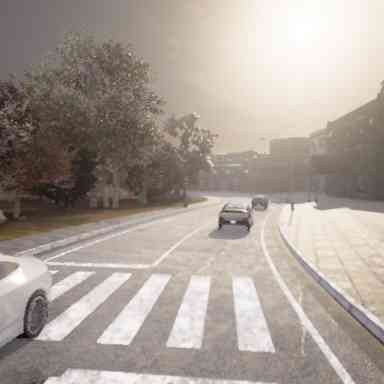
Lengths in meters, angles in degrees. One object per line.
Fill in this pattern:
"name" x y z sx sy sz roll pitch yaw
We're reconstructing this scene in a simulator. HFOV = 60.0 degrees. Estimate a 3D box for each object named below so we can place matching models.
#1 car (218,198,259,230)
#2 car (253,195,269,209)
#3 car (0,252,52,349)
"car" 2.758 1.384 20.258 2.128 1.511 4.902 1 1 13
"car" 8.154 1.144 39.949 1.837 1.490 4.892 1 1 15
"car" -3.331 1.491 3.831 1.812 1.442 4.674 0 0 4
